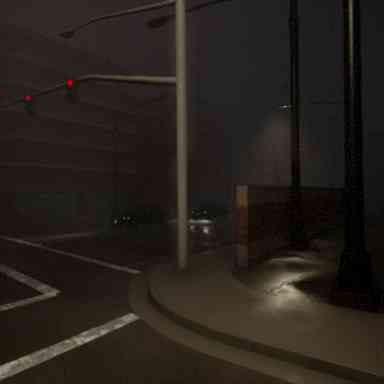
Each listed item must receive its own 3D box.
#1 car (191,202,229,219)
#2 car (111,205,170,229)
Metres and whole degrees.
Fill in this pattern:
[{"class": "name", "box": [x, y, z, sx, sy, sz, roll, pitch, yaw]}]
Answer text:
[{"class": "car", "box": [1.812, 1.714, 31.484, 1.837, 1.490, 4.892, -1, -1, 35]}, {"class": "car", "box": [-3.588, 1.697, 23.713, 2.128, 1.511, 4.902, -1, 0, 35]}]
